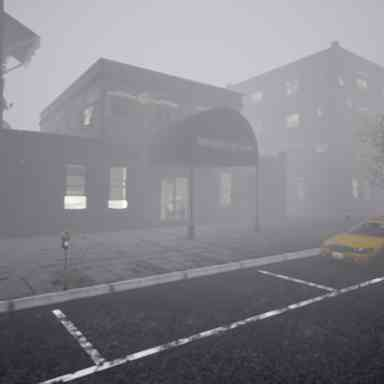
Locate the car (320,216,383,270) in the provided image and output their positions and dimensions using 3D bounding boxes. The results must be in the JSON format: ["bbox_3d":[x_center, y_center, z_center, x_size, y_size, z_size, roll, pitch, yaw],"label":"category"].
[{"bbox_3d":[6.200,1.521,11.060,4.829,1.417,1.752,0,1,-36],"label":"car"}]
